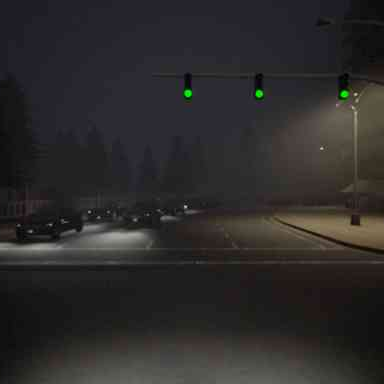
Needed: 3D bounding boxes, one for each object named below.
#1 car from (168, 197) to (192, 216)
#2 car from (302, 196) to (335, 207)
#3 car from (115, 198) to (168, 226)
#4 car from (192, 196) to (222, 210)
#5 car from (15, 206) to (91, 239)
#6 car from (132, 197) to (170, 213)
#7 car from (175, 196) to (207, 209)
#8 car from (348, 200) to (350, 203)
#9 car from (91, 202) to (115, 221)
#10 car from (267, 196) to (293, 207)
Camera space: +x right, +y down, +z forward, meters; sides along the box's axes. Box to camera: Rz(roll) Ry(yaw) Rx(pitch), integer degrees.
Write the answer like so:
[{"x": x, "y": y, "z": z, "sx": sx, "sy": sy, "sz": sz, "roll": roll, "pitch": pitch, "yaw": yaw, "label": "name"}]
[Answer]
[{"x": -1.937, "y": 1.444, "z": 32.200, "sx": 2.033, "sy": 1.411, "sz": 5.357, "roll": 0, "pitch": 0, "yaw": 15, "label": "car"}, {"x": 18.460, "y": 1.366, "z": 49.401, "sx": 5.008, "sy": 1.535, "sz": 1.882, "roll": 0, "pitch": 0, "yaw": -33, "label": "car"}, {"x": -3.246, "y": 1.409, "z": 22.470, "sx": 2.128, "sy": 1.511, "sz": 4.902, "roll": 0, "pitch": 0, "yaw": 4, "label": "car"}, {"x": 1.949, "y": 1.482, "z": 41.430, "sx": 1.895, "sy": 1.301, "sz": 4.718, "roll": 0, "pitch": 0, "yaw": 31, "label": "car"}, {"x": -6.979, "y": 1.451, "z": 16.884, "sx": 1.812, "sy": 1.442, "sz": 4.674, "roll": 0, "pitch": 0, "yaw": 2, "label": "car"}, {"x": -4.318, "y": 1.375, "z": 35.808, "sx": 2.128, "sy": 1.511, "sz": 4.902, "roll": 0, "pitch": 0, "yaw": 20, "label": "car"}, {"x": -0.067, "y": 1.360, "z": 44.971, "sx": 2.128, "sy": 1.511, "sz": 4.902, "roll": 0, "pitch": 0, "yaw": 32, "label": "car"}, {"x": 27.926, "y": 1.494, "z": 53.895, "sx": 4.718, "sy": 1.301, "sz": 1.895, "roll": 0, "pitch": 0, "yaw": -15, "label": "car"}, {"x": -6.439, "y": 1.505, "z": 25.963, "sx": 1.895, "sy": 1.301, "sz": 4.718, "roll": 0, "pitch": 0, "yaw": 6, "label": "car"}, {"x": 13.091, "y": 1.371, "z": 49.383, "sx": 4.902, "sy": 1.511, "sz": 2.128, "roll": 0, "pitch": 0, "yaw": -42, "label": "car"}]
